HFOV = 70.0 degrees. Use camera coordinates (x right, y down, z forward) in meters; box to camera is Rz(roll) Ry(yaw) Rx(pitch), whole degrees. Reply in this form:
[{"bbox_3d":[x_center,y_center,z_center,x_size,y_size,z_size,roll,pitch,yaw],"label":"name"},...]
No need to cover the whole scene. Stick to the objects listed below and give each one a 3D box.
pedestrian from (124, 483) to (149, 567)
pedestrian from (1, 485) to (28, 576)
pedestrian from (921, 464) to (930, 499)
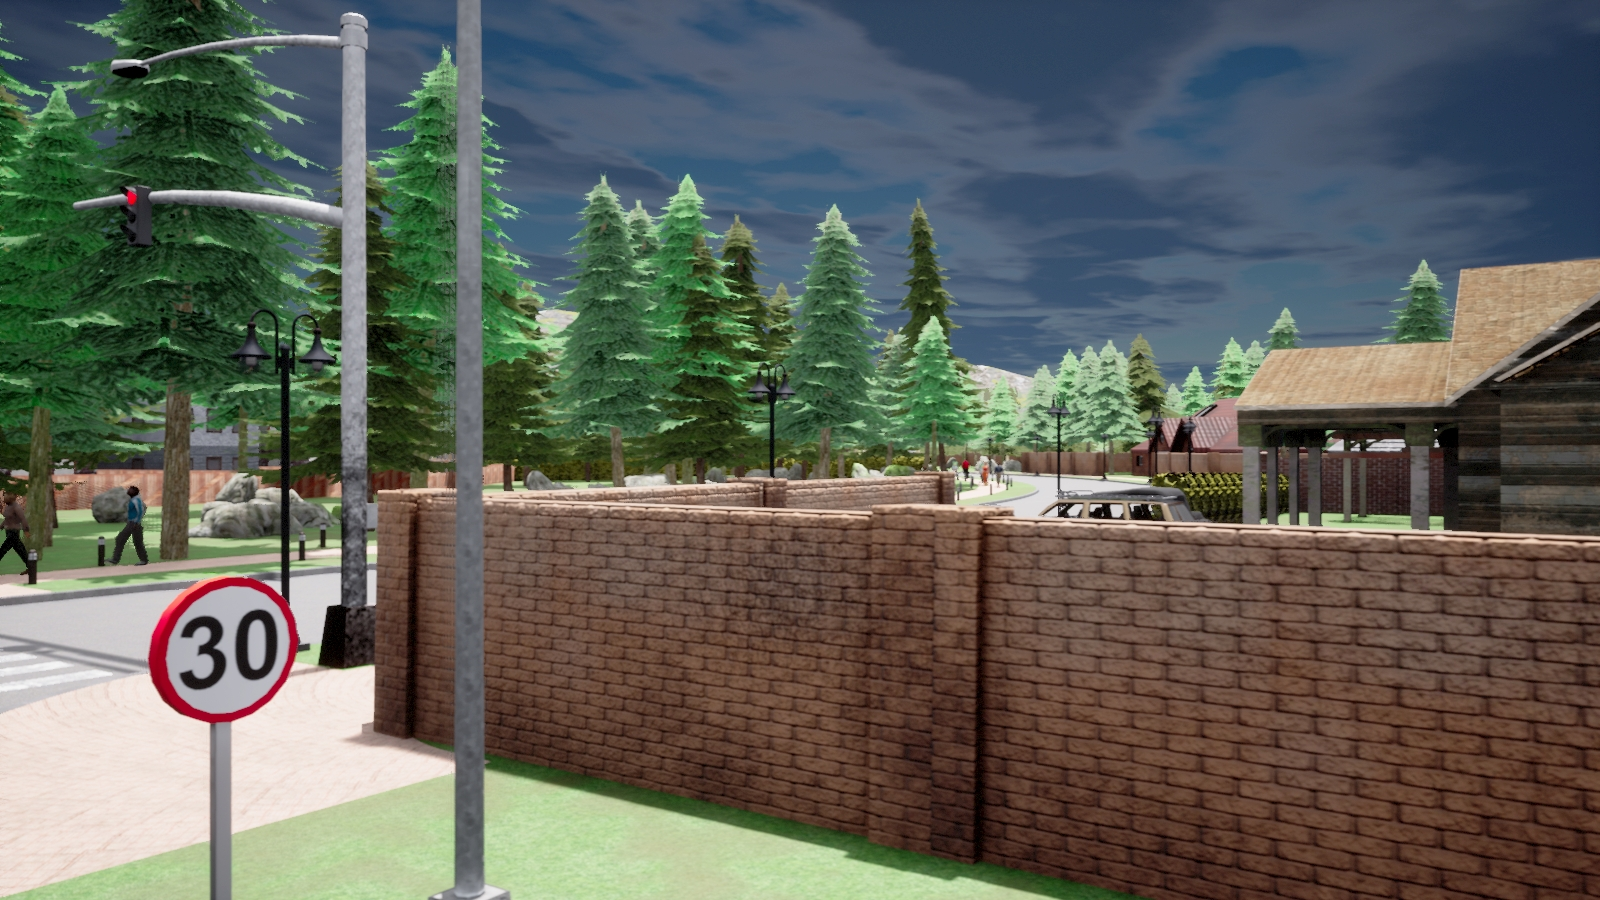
[{"bbox_3d":[-14.964,1.677,25.772,0.375,1.860,0.375,0,0,38],"label":"pedestrian"},{"bbox_3d":[-16.429,1.678,23.894,0.375,1.860,0.375,0,0,39],"label":"pedestrian"},{"bbox_3d":[6.646,1.678,60.500,0.375,1.860,0.375,0,0,27],"label":"pedestrian"}]
